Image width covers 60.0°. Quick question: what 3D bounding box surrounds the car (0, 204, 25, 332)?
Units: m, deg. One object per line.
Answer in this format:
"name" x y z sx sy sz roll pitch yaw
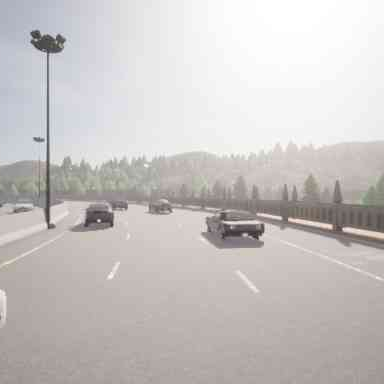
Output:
"car" -3.480 1.223 2.087 2.150 2.045 5.566 0 0 -2

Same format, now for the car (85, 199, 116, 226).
"car" -6.450 1.530 23.379 1.837 1.490 4.892 0 0 -13

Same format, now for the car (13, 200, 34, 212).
"car" -18.096 1.561 35.870 1.812 1.442 4.674 0 0 -24

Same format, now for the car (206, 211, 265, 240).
"car" 2.017 1.618 17.118 1.895 1.301 4.718 0 0 -9

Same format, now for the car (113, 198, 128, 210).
"car" -9.613 1.533 42.922 2.128 1.511 4.902 0 0 -24

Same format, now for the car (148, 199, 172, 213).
"car" -3.618 1.562 37.728 1.812 1.442 4.674 0 0 -21

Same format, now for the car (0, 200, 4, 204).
"car" -28.426 1.611 48.003 1.994 1.385 4.181 0 0 -33
